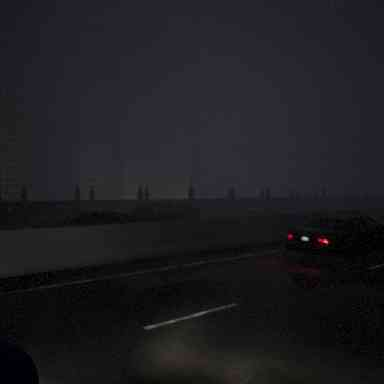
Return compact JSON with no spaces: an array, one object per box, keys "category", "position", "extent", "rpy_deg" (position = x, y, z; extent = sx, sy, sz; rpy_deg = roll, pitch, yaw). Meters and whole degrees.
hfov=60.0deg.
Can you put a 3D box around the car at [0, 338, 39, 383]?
[{"category":"car","position":[-3.336,1.479,1.366],"extent":[5.008,1.535,1.882],"rpy_deg":[0,0,-36]}]

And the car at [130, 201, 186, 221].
[{"category":"car","position":[-2.956,1.345,19.079],"extent":[4.553,1.767,2.097],"rpy_deg":[0,0,-35]}]

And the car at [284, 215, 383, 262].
[{"category":"car","position":[5.652,1.539,12.076],"extent":[5.357,1.411,2.033],"rpy_deg":[0,0,-36]}]

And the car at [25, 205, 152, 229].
[{"category":"car","position":[-4.391,1.501,13.757],"extent":[4.892,1.490,1.837],"rpy_deg":[0,0,-36]}]

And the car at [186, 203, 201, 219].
[{"category":"car","position":[-1.589,1.481,24.353],"extent":[4.902,1.511,2.128],"rpy_deg":[0,0,-35]}]
